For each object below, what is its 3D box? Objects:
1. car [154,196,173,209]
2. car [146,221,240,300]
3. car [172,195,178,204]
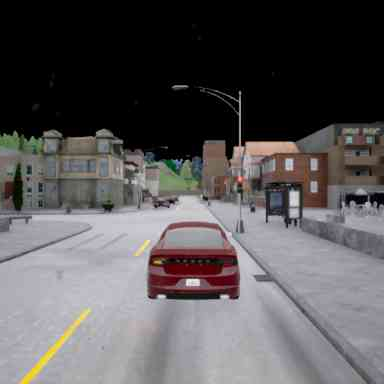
[{"bbox_3d":[-4.098,1.564,45.727,1.994,1.385,4.181,0,0,0],"label":"car"},{"bbox_3d":[0.049,1.478,8.455,1.882,1.535,5.008,0,0,1],"label":"car"},{"bbox_3d":[-4.070,1.600,60.979,1.895,1.301,4.718,0,0,0],"label":"car"}]
